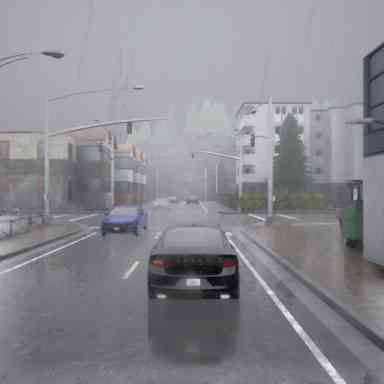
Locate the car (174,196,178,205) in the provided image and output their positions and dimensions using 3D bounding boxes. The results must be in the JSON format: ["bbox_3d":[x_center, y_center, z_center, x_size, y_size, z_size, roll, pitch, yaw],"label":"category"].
[{"bbox_3d":[-3.568,1.477,60.150,1.882,1.535,5.008,0,0,0],"label":"car"}]

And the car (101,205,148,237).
[{"bbox_3d":[-3.594,1.479,18.362,1.882,1.535,5.008,0,0,0],"label":"car"}]

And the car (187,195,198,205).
[{"bbox_3d":[0.096,1.352,60.280,2.097,1.767,4.553,0,0,0],"label":"car"}]

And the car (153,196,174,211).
[{"bbox_3d":[-3.658,1.526,40.802,1.812,1.442,4.674,0,0,1],"label":"car"}]

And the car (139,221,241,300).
[{"bbox_3d":[0.049,1.478,8.475,1.882,1.535,5.008,0,0,1],"label":"car"}]
